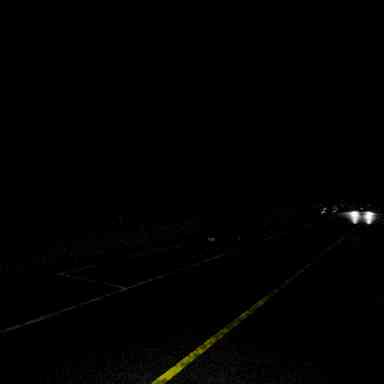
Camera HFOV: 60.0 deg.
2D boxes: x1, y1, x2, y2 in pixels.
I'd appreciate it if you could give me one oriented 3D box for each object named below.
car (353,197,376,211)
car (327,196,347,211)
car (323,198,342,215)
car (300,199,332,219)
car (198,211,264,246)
[{"bbox_3d":[20.731,1.601,40.181,1.895,1.301,4.718,0,0,32],"label":"car"},{"bbox_3d":[16.699,1.441,38.786,1.967,1.590,4.097,0,0,32],"label":"car"},{"bbox_3d":[13.749,1.566,34.114,1.947,1.339,4.313,0,0,32],"label":"car"},{"bbox_3d":[10.799,1.582,29.443,1.802,1.307,4.206,0,0,32],"label":"car"},{"bbox_3d":[1.949,1.566,15.428,1.947,1.339,4.313,0,0,32],"label":"car"}]
